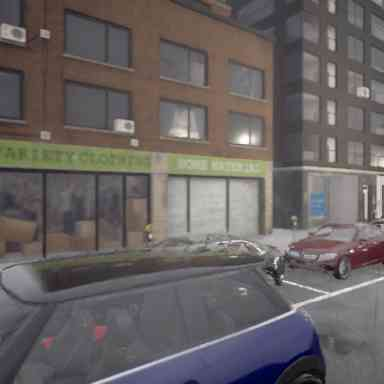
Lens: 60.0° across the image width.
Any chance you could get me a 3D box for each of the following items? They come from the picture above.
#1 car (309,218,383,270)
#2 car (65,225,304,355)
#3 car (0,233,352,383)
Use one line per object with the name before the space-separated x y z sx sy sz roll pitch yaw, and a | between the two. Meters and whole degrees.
car | 4.538 1.579 9.881 4.206 1.307 1.802 0 0 -35
car | 0.017 1.550 6.658 4.403 1.369 2.008 0 0 -35
car | -1.010 1.352 2.614 4.553 1.767 2.097 0 0 -35
